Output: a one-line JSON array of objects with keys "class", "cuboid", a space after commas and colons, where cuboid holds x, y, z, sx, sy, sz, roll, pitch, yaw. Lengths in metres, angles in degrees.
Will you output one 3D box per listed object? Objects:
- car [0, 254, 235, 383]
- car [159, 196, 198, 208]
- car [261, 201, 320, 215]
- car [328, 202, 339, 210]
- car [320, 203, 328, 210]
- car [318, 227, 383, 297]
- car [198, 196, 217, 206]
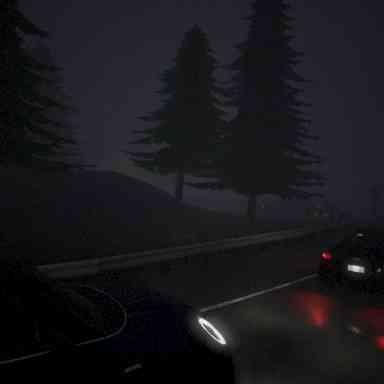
[{"class": "car", "cuboid": [-1.789, 1.353, 2.766, 4.553, 1.767, 2.097, 0, 0, -36]}, {"class": "car", "cuboid": [-1.931, 1.489, 46.959, 4.674, 1.442, 1.812, 0, 0, 35]}, {"class": "car", "cuboid": [9.944, 1.552, 34.443, 5.357, 1.411, 2.033, 0, 0, 35]}, {"class": "car", "cuboid": [16.278, 1.603, 42.830, 4.718, 1.301, 1.895, 0, 0, 35]}, {"class": "car", "cuboid": [12.105, 1.509, 37.205, 4.892, 1.490, 1.837, 0, 0, 35]}, {"class": "car", "cuboid": [4.908, 1.564, 8.243, 4.181, 1.385, 1.994, 0, 0, -42]}, {"class": "car", "cuboid": [1.705, 1.466, 52.938, 4.892, 1.490, 1.837, 0, 0, 35]}]
